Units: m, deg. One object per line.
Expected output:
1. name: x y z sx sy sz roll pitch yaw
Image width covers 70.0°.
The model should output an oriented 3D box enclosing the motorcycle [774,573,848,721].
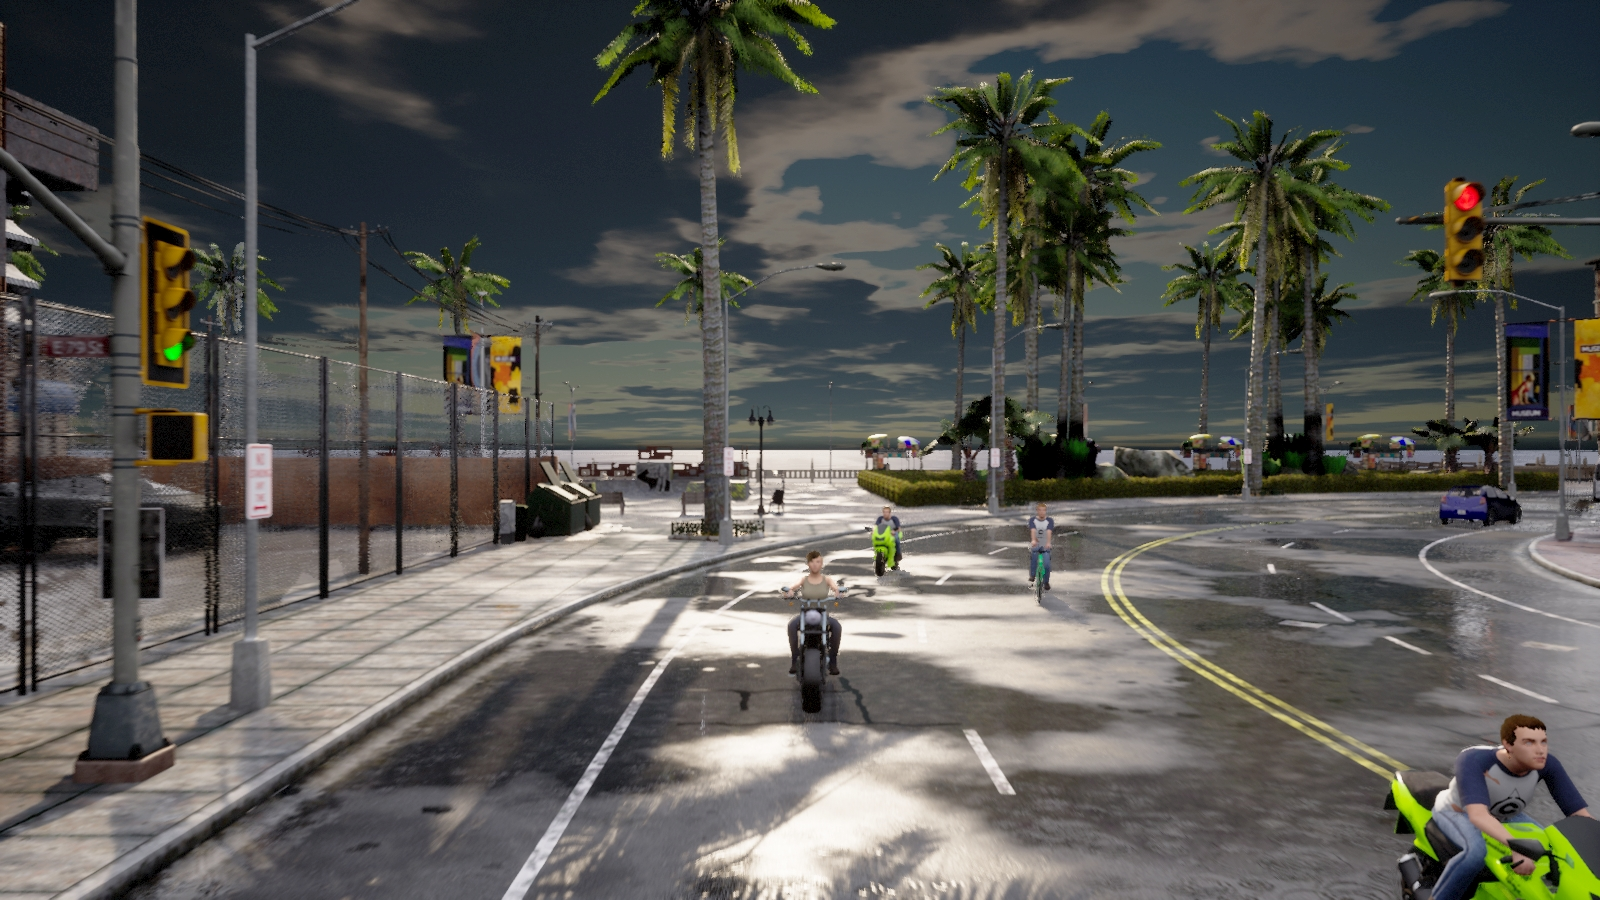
1. motorcycle: 0.158 2.170 13.048 0.764 1.277 2.356 0 0 2

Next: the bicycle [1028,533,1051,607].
1. bicycle: 4.450 2.207 21.251 0.373 1.196 1.643 1 1 11

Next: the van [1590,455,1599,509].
1. van: 40.957 1.536 54.831 5.915 2.561 1.988 0 0 -20

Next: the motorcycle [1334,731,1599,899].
1. motorcycle: 3.506 2.213 5.634 0.803 1.145 2.033 0 0 0

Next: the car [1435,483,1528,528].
1. car: 25.546 2.039 42.814 3.633 1.501 1.845 0 0 -39

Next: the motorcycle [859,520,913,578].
1. motorcycle: 1.962 2.215 25.778 0.803 1.145 2.033 0 -1 17
